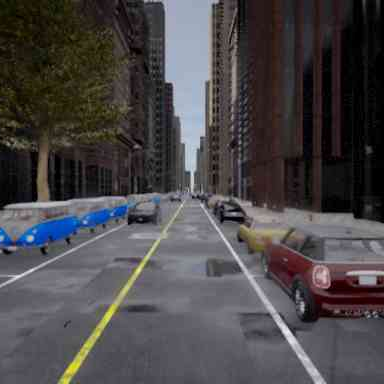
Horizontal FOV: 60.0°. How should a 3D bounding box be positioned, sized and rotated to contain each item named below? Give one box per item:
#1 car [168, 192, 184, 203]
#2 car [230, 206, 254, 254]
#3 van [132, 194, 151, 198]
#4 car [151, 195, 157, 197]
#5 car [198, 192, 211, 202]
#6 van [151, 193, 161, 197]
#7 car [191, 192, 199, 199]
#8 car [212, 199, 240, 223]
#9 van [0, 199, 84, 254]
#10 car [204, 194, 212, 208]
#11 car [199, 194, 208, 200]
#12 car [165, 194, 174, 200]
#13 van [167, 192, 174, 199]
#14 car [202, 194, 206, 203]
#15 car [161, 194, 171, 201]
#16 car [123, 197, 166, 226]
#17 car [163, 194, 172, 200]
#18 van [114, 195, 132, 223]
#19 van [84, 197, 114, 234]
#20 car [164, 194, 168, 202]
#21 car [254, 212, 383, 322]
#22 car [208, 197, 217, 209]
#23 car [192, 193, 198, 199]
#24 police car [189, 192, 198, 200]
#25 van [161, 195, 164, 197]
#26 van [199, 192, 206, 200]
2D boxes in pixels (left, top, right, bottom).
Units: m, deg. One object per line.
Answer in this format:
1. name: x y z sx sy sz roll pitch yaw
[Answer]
1. car: -3.040 1.206 63.650 1.882 1.535 5.008 0 0 1
2. car: 2.761 1.465 12.956 1.752 1.417 4.829 0 0 0
3. van: -5.769 1.185 35.250 1.690 1.788 3.998 0 0 0
4. car: -5.771 1.365 40.869 1.887 1.381 4.507 0 0 0
5. car: 2.748 1.045 63.354 2.192 1.841 5.009 0 0 0
6. van: -5.772 1.138 46.487 1.690 1.788 3.998 0 0 0
7. car: 0.879 0.991 88.547 2.097 1.767 4.553 0 0 0
8. car: 2.758 1.457 24.024 1.947 1.339 4.313 0 0 0
9. van: -5.764 1.283 12.777 1.690 1.788 3.998 0 0 0
10. car: 2.754 1.345 41.050 1.752 1.417 4.829 0 0 0
11. car: 2.744 1.220 80.211 2.008 1.369 4.403 0 0 0
12. car: -5.783 1.195 85.816 1.887 1.381 4.507 0 0 0
13. van: -5.784 0.972 91.434 1.690 1.788 3.998 0 0 0
14. car: 2.753 1.363 46.499 1.947 1.339 4.313 0 0 0
15. car: -5.780 1.240 74.585 2.008 1.369 4.403 0 0 0
16. car: -3.105 1.375 22.598 1.882 1.535 5.008 0 0 0
17. car: -5.781 1.214 80.198 1.887 1.381 4.507 0 0 0
18. van: -5.767 1.233 24.014 1.690 1.788 3.998 0 0 0
19. van: -5.765 1.258 18.395 1.690 1.788 3.998 0 0 0
20. car: -5.778 1.236 68.791 1.752 1.417 4.829 0 0 0
21. car: 2.763 1.406 7.167 1.967 1.590 4.097 0 0 0
22. car: 2.757 1.433 29.642 1.947 1.339 4.313 0 0 0
23. car: 0.878 1.125 94.577 1.837 1.490 4.892 0 0 0
24. police car: 0.882 1.100 78.687 1.930 1.638 5.238 0 0 0
25. van: -5.774 1.116 52.106 1.690 1.788 3.998 0 0 0
26. van: 2.743 0.990 85.829 1.690 1.788 3.998 0 0 0
